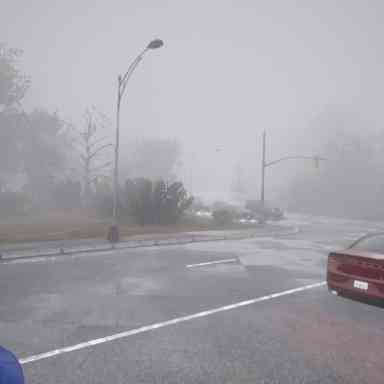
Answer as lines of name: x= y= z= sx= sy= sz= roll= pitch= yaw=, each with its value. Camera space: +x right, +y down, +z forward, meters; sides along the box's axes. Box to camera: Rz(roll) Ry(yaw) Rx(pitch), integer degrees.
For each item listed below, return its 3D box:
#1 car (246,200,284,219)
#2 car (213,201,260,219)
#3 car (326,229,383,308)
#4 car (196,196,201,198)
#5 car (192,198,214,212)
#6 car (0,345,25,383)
car: x=7.986 y=1.932 z=37.704 sx=2.150 sy=2.045 sz=5.566 roll=3 pitch=-1 yaw=-22
car: x=4.736 y=2.108 z=36.316 sx=2.033 sy=1.411 sz=5.357 roll=3 pitch=-1 yaw=-23
car: x=5.041 y=1.556 z=7.383 sx=5.008 sy=1.535 sz=1.882 roll=1 pitch=-1 yaw=-35
car: x=0.796 y=1.494 z=62.148 sx=1.837 sy=1.490 sz=4.892 roll=2 pitch=2 yaw=-10
car: x=1.014 y=1.991 z=46.550 sx=1.895 sy=1.301 sz=4.718 roll=3 pitch=1 yaw=-17
car: x=-3.415 y=1.481 z=1.304 sx=5.008 sy=1.535 sz=1.882 roll=0 pitch=0 yaw=-36
